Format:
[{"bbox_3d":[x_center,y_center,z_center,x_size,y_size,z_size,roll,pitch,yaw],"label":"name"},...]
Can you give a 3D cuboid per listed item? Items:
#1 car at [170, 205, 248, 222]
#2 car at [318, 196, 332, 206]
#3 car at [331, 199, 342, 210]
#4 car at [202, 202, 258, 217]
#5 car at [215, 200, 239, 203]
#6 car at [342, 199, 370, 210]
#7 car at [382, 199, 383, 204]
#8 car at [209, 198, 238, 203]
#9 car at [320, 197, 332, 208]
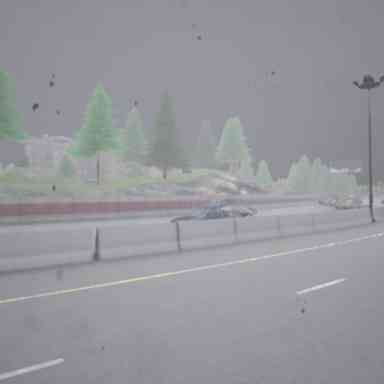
[{"bbox_3d":[1.068,1.850,22.384,5.357,1.411,2.033,0,-1,-40],"label":"car"},{"bbox_3d":[29.064,1.927,72.115,2.150,2.045,5.566,-1,-1,34],"label":"car"},{"bbox_3d":[23.361,1.981,51.360,1.837,1.490,4.892,-1,2,35],"label":"car"},{"bbox_3d":[3.394,1.897,29.077,4.674,1.442,1.812,0,-1,-42],"label":"car"},{"bbox_3d":[5.096,1.934,35.493,4.902,1.511,2.128,0,-1,-45],"label":"car"},{"bbox_3d":[21.443,1.740,42.817,2.097,1.767,4.553,-1,-1,40],"label":"car"},{"bbox_3d":[45.244,2.027,77.056,2.033,1.411,5.357,-1,-1,35],"label":"car"},{"bbox_3d":[3.406,1.725,38.729,5.566,2.045,2.150,0,-1,-45],"label":"car"},{"bbox_3d":[24.985,2.084,59.905,1.837,1.490,4.892,-1,0,34],"label":"car"}]
